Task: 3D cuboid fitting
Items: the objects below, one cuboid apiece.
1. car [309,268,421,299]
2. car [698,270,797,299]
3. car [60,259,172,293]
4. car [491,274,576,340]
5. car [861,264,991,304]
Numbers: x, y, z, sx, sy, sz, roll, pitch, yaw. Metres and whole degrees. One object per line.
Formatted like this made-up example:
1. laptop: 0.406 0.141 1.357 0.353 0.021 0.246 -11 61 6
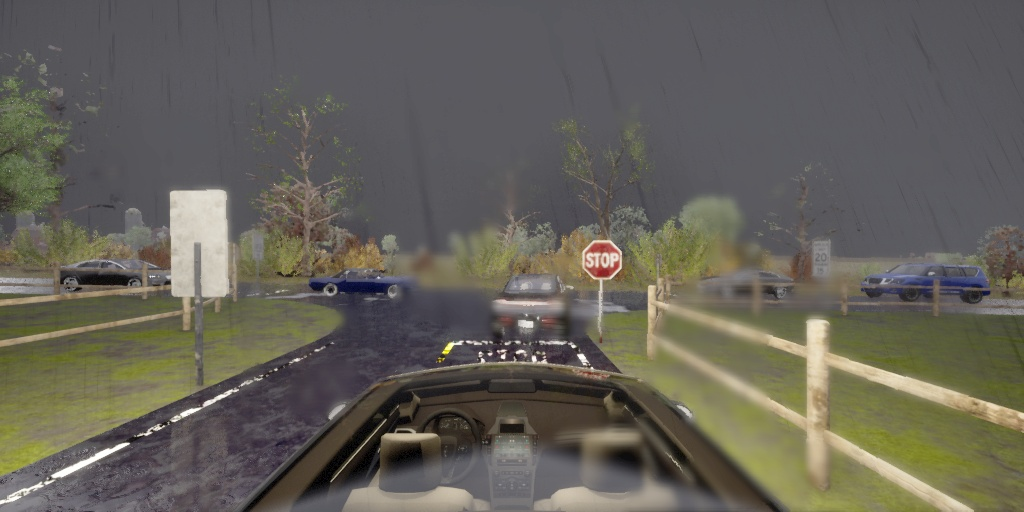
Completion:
1. car: -6.822 1.248 17.037 4.718 1.301 1.895 1 1 0
2. car: 13.004 1.525 19.965 4.902 1.511 2.128 1 1 0
3. car: -18.490 0.885 17.054 4.902 1.511 2.128 1 1 0
4. car: 0.707 1.240 10.006 2.128 1.511 4.902 0 0 9
5. car: 22.900 1.466 19.954 5.566 2.045 2.150 1 1 0
